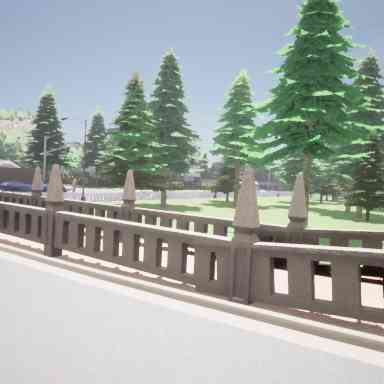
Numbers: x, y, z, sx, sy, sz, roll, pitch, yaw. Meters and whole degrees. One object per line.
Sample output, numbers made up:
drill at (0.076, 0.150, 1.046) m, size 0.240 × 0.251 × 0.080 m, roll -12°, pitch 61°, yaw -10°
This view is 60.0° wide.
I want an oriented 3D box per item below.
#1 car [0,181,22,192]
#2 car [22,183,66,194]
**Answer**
car at (-22.518, -0.609, 41.267) m, size 1.812 × 1.442 × 4.674 m, roll 4°, pitch 2°, yaw 37°
car at (-18.024, -0.393, 41.383) m, size 1.812 × 1.442 × 4.674 m, roll 4°, pitch 2°, yaw 37°
